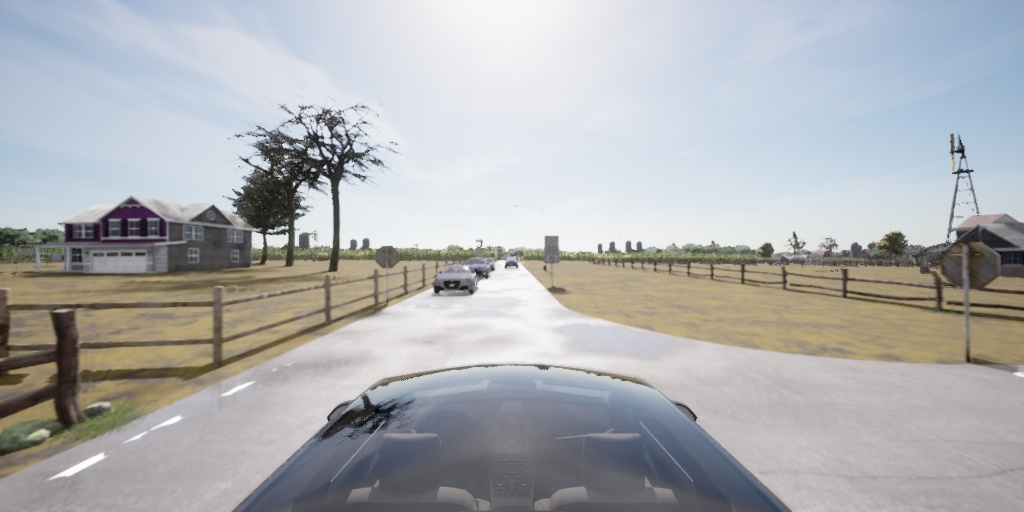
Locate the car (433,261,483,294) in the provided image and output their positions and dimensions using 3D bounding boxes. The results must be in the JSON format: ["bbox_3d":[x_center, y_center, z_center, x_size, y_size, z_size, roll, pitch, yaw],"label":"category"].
[{"bbox_3d":[-2.880,1.194,19.128,1.994,1.385,4.181,-1,0,0],"label":"car"}]

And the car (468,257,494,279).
[{"bbox_3d":[-2.895,0.913,29.404,2.097,1.767,4.553,-1,0,0],"label":"car"}]

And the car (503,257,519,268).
[{"bbox_3d":[-0.071,0.937,49.283,1.812,1.442,4.674,-1,0,0],"label":"car"}]

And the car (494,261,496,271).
[{"bbox_3d":[-2.896,0.992,42.348,1.837,1.490,4.892,-1,0,0],"label":"car"}]
